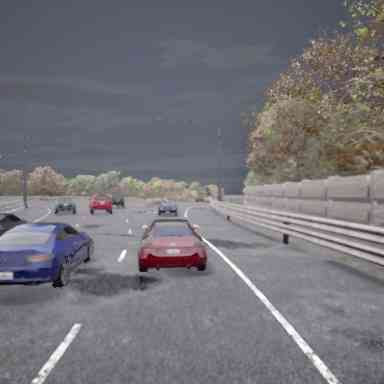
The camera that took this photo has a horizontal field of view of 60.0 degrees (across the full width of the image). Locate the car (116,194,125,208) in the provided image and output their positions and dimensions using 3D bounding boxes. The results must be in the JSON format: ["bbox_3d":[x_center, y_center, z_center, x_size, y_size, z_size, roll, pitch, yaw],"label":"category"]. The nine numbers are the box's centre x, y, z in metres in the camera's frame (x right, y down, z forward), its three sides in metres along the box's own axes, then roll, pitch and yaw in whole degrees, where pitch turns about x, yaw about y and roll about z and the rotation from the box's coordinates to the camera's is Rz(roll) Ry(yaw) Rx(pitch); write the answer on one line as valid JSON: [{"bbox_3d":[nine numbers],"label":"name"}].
[{"bbox_3d":[-11.415,1.276,48.684,2.150,2.045,5.566,0,0,-25],"label":"car"}]

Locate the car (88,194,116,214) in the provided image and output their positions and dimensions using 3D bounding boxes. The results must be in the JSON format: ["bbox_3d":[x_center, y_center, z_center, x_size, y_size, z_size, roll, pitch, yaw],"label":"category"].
[{"bbox_3d":[-10.019,1.267,36.359,2.150,2.045,5.566,0,0,-19],"label":"car"}]

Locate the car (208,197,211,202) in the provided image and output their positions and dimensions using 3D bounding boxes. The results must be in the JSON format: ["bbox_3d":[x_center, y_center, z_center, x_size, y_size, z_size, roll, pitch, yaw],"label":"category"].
[{"bbox_3d":[3.891,2.052,90.415,2.097,1.767,4.553,0,-3,10],"label":"car"}]

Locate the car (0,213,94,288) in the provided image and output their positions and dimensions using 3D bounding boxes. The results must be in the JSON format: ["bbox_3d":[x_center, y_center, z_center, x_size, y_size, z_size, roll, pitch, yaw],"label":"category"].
[{"bbox_3d":[-4.009,1.543,9.075,1.812,1.442,4.674,0,0,-5],"label":"car"}]

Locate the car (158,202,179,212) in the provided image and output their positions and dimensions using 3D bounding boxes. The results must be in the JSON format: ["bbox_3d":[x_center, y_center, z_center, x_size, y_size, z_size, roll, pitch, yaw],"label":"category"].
[{"bbox_3d":[-2.327,1.617,33.753,1.895,1.301,4.718,0,0,-1],"label":"car"}]

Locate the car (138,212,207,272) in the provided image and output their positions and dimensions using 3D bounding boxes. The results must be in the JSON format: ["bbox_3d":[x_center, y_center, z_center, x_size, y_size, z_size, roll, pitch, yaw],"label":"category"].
[{"bbox_3d":[-0.695,1.569,10.949,1.994,1.385,4.181,0,0,-6],"label":"car"}]

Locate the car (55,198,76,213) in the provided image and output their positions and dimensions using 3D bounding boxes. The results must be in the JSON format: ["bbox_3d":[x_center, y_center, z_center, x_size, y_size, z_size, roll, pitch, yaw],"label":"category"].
[{"bbox_3d":[-14.059,1.414,37.060,2.097,1.767,4.553,0,0,-20],"label":"car"}]

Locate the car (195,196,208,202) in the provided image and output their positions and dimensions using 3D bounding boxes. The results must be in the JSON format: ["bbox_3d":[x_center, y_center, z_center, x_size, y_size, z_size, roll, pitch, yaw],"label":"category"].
[{"bbox_3d":[1.973,1.713,78.061,1.837,1.490,4.892,0,-2,9],"label":"car"}]

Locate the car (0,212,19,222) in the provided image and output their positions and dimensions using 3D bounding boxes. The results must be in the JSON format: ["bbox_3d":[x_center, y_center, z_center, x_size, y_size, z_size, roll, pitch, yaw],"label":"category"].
[{"bbox_3d":[-8.043,1.559,13.685,1.812,1.442,4.674,0,0,-8],"label":"car"}]
